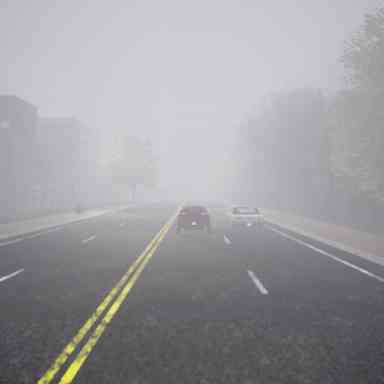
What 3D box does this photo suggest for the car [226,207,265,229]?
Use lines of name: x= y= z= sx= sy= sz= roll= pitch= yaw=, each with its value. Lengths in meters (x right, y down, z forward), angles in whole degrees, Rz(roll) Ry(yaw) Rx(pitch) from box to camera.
car: x=3.347 y=1.598 z=21.674 sx=1.895 sy=1.301 sz=4.718 roll=0 pitch=0 yaw=0

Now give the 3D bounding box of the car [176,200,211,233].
car: x=0.095 y=1.475 z=19.703 sx=1.882 sy=1.535 sz=5.008 roll=0 pitch=0 yaw=0

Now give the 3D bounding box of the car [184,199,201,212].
car: x=0.092 y=1.592 z=39.544 sx=1.895 sy=1.301 sz=4.718 roll=0 pitch=0 yaw=0
